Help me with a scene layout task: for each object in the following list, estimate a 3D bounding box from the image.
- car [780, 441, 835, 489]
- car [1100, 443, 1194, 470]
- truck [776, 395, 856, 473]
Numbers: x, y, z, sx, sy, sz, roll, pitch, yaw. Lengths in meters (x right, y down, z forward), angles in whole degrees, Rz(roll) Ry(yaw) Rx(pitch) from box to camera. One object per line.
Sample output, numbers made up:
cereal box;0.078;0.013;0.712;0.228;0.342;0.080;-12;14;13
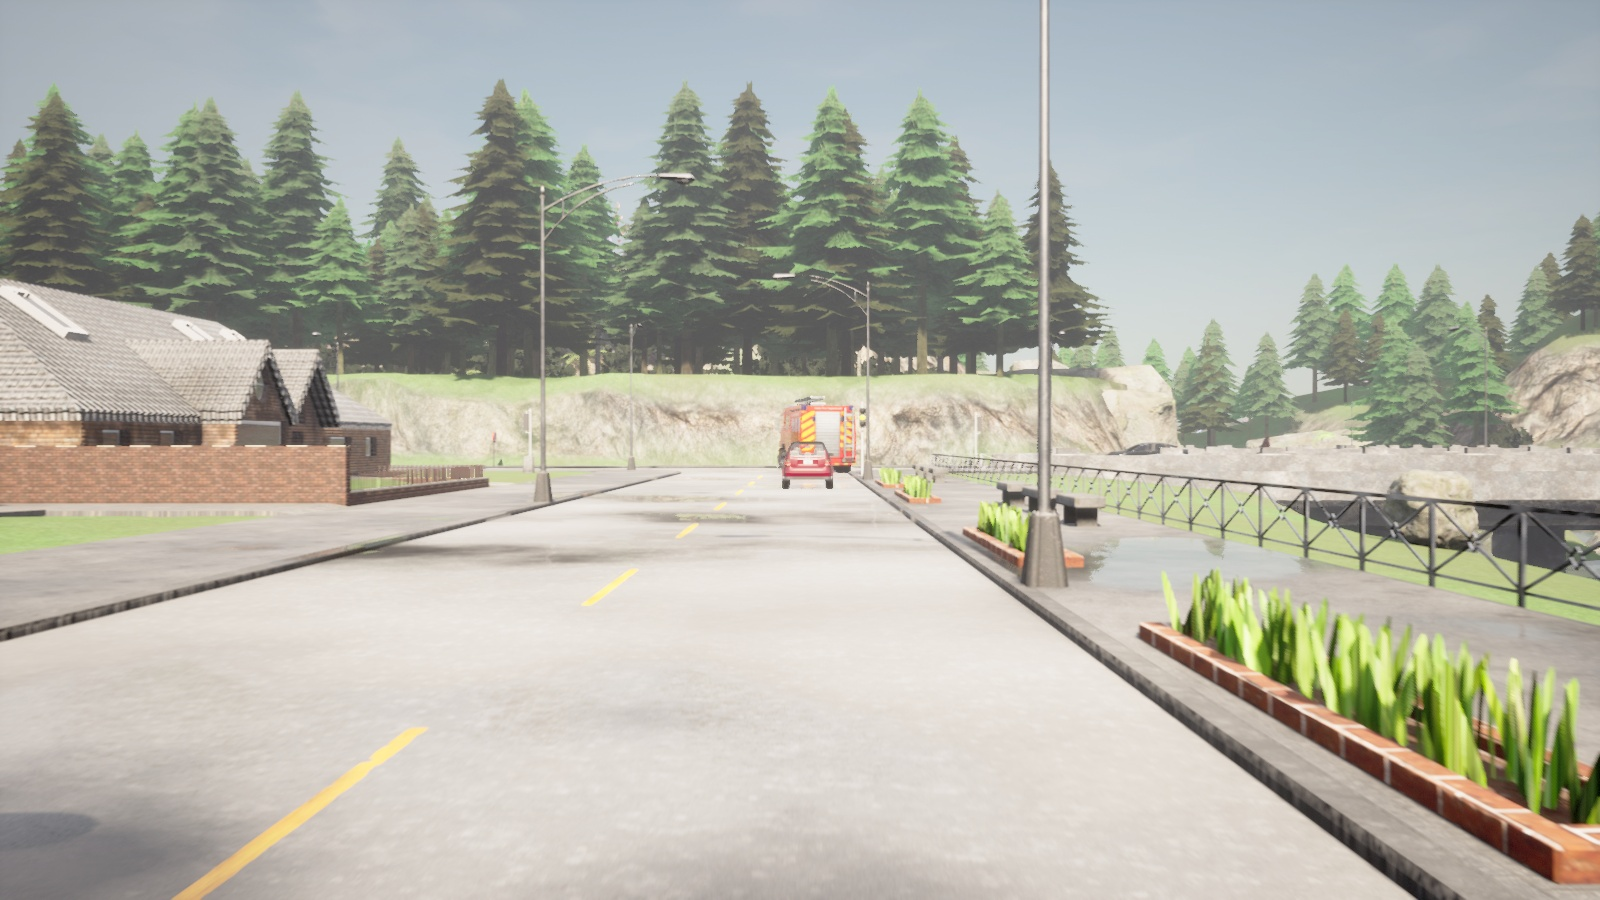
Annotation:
car;0.260;0.486;42.396;1.789;1.549;3.705;0;0;0
car;19.979;0.359;72.396;4.892;1.490;1.837;0;0;0
truck;0.713;-0.790;66.092;2.891;3.827;8.468;0;0;-9
